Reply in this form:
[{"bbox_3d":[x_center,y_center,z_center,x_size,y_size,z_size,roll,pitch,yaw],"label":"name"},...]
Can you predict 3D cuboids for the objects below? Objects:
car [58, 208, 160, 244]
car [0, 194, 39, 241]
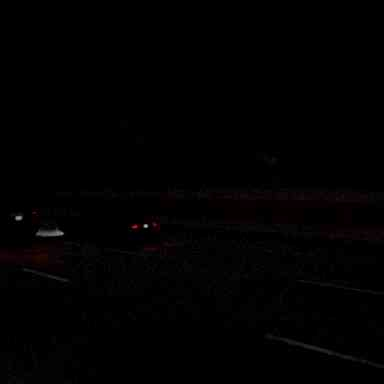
[{"bbox_3d":[-3.970,1.462,15.450,5.357,1.411,2.033,0,0,36],"label":"car"},{"bbox_3d":[-9.070,1.109,14.866,5.566,2.045,2.150,1,0,36],"label":"car"}]
